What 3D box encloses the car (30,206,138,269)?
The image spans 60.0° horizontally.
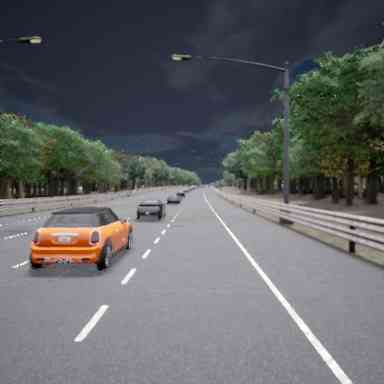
[{"bbox_3d":[-3.349,1.267,10.966,2.097,1.767,4.553,0,0,1],"label":"car"}]

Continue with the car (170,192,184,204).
[{"bbox_3d":[-2.752,1.069,50.883,1.994,1.385,4.181,0,1,1],"label":"car"}]

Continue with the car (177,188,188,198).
[{"bbox_3d":[-2.435,0.477,72.017,1.882,1.535,5.008,0,2,1],"label":"car"}]

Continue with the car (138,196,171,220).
[{"bbox_3d":[-3.121,1.292,26.139,2.128,1.511,4.902,0,0,1],"label":"car"}]
